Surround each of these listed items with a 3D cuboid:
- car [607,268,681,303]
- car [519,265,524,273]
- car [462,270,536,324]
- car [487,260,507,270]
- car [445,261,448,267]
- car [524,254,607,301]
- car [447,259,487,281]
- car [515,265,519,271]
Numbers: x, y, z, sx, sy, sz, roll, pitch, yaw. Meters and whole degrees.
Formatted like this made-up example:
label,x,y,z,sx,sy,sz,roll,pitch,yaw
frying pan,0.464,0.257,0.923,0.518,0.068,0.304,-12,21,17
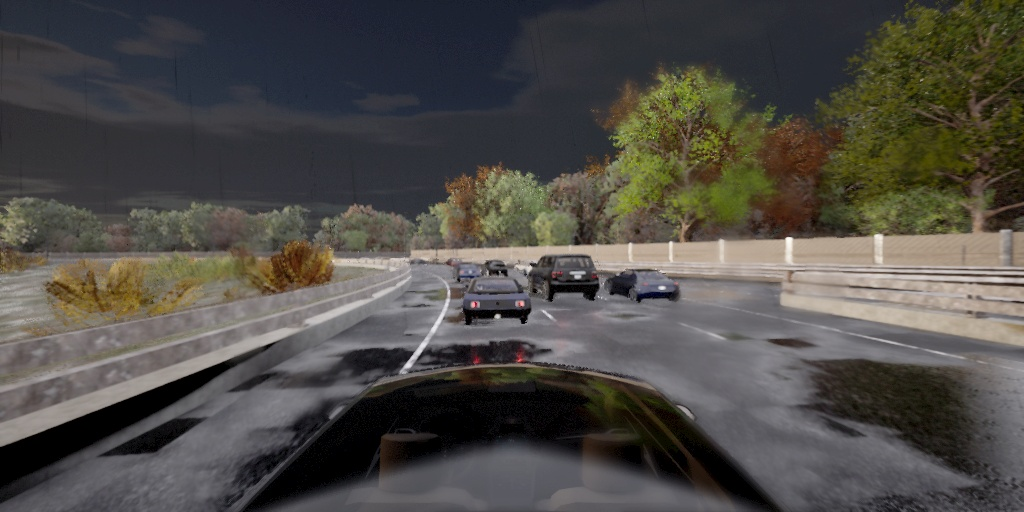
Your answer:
label,x,y,z,sx,sy,sz,roll,pitch,yaw
car,5.810,1.249,16.426,1.994,1.385,4.181,0,0,-7
car,2.553,1.173,31.914,1.812,1.442,4.674,0,0,-20
car,-0.598,1.321,11.853,1.895,1.301,4.718,0,0,-5
car,-1.789,1.158,34.344,1.837,1.490,4.892,0,0,-17
car,-9.755,1.163,59.965,1.994,1.385,4.181,0,0,-31
car,2.263,0.912,17.056,2.150,2.045,5.566,0,0,-8
car,-3.715,1.225,28.775,2.033,1.411,5.357,0,0,-15
car,2.096,1.233,36.906,1.895,1.301,4.718,0,0,-28
